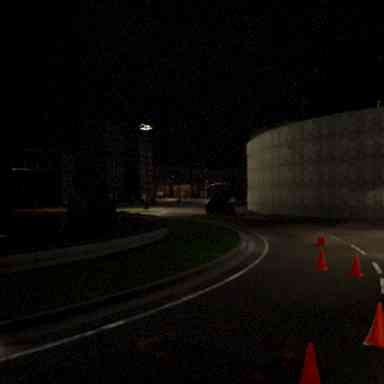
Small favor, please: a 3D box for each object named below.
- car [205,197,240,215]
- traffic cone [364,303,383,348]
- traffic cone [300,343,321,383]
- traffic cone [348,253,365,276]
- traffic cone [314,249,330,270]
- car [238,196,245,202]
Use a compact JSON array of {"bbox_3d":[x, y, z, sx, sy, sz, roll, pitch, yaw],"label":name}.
[{"bbox_3d":[2.997,1.675,36.317,1.882,1.535,5.008,-1,0,-18],"label":"car"},{"bbox_3d":[2.819,1.964,4.995,0.340,0.580,0.340,0,0,-41],"label":"traffic cone"},{"bbox_3d":[1.315,1.970,3.677,0.340,0.580,0.340,0,0,-41],"label":"traffic cone"},{"bbox_3d":[4.510,1.973,9.135,0.340,0.580,0.340,0,0,-41],"label":"traffic cone"},{"bbox_3d":[3.851,1.984,9.887,0.340,0.580,0.340,0,0,-41],"label":"traffic cone"},{"bbox_3d":[13.040,1.909,89.754,1.882,1.535,5.008,-1,0,16],"label":"car"}]
